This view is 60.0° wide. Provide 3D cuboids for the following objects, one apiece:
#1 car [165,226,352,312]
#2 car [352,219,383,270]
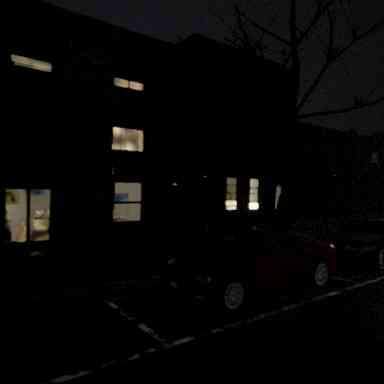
[{"bbox_3d":[1.497,1.534,7.697,4.507,1.381,1.887,0,1,-35],"label":"car"},{"bbox_3d":[6.111,1.561,10.948,4.206,1.307,1.802,0,1,-35],"label":"car"}]
